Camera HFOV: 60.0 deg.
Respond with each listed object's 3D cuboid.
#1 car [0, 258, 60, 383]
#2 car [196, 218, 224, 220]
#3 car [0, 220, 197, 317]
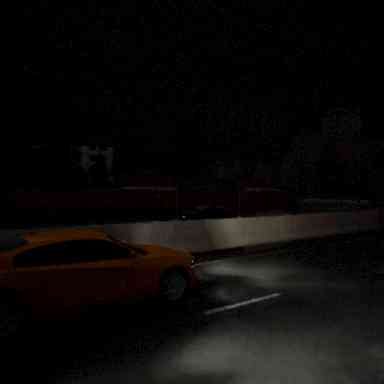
[{"bbox_3d":[-3.370,1.480,1.355,4.902,1.511,2.128,1,0,-35],"label":"car"},{"bbox_3d":[1.279,1.596,26.377,4.674,1.442,1.812,0,0,-36],"label":"car"},{"bbox_3d":[-2.191,1.486,6.486,5.008,1.535,1.882,0,0,-35],"label":"car"}]
